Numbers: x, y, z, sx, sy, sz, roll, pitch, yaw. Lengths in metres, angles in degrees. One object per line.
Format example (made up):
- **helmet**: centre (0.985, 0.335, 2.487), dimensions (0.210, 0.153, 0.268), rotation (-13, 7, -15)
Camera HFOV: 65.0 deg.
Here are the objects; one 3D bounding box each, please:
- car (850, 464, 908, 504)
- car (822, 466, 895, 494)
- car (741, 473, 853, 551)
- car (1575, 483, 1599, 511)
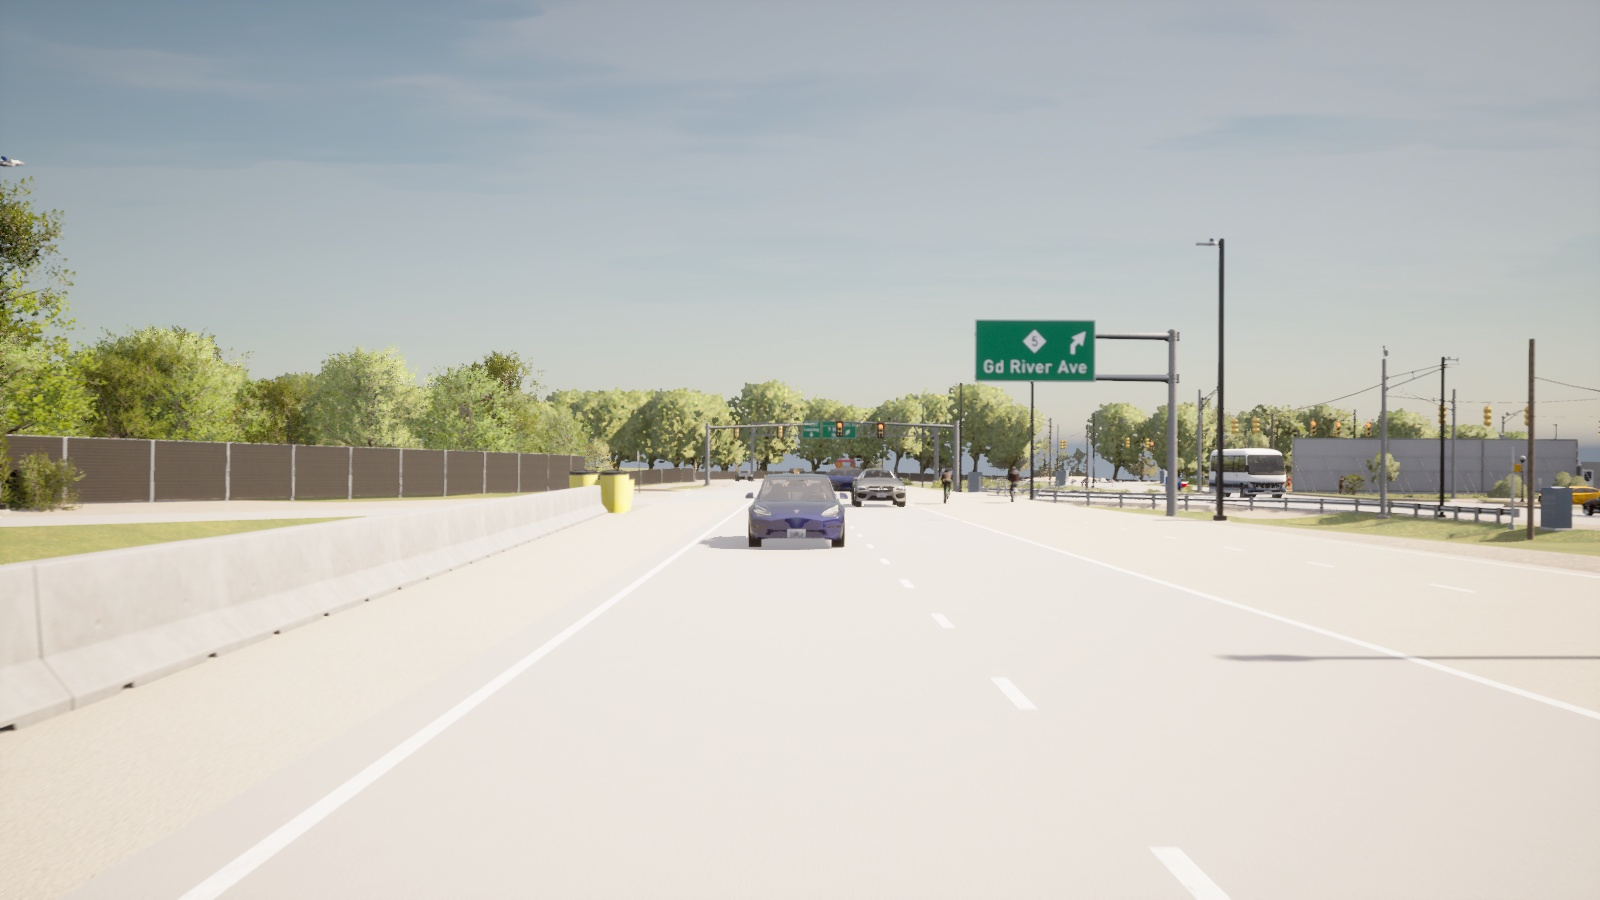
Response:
- **car**: centre (3.372, 1.436, 54.353), dimensions (2.152, 1.651, 5.027), rotation (0, -1, 0)
- **car**: centre (3.713, 1.919, 80.083), dimensions (4.553, 1.767, 2.097), rotation (0, -1, 0)
- **car**: centre (-0.062, 1.246, 26.821), dimensions (2.163, 1.488, 4.792), rotation (0, -1, 0)
- **car**: centre (44.995, 2.576, 68.730), dimensions (2.163, 1.488, 4.792), rotation (0, -1, 0)
